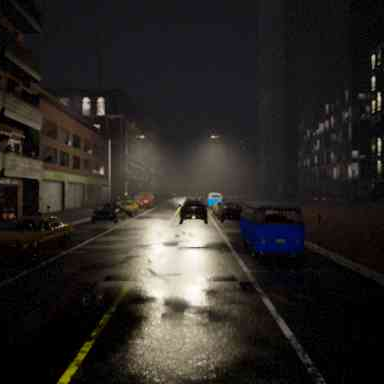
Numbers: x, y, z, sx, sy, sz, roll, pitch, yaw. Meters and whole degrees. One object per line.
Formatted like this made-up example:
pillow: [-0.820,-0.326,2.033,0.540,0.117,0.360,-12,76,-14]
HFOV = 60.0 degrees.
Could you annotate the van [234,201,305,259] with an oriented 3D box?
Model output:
van: [2.709,1.246,11.973,1.690,1.788,3.998,1,0,0]

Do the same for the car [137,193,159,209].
car: [-5.662,1.002,39.823,2.192,1.841,5.009,1,0,0]

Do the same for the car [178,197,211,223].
car: [0.108,1.321,23.340,1.837,1.490,4.892,0,1,0]

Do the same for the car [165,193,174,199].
car: [-5.650,0.915,84.382,1.947,1.339,4.313,1,0,0]

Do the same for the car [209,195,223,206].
car: [2.712,1.298,28.851,1.752,1.417,4.829,1,0,0]

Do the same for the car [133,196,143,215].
car: [-5.669,1.300,28.516,1.752,1.417,4.829,1,0,0]

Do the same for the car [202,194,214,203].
car: [2.721,1.084,56.699,1.752,1.417,4.829,1,0,0]

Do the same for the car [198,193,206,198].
car: [2.732,0.858,89.947,2.008,1.369,4.403,1,0,0]

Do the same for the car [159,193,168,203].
car: [-5.660,1.104,56.533,1.887,1.381,4.507,1,0,0]

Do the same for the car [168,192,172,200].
car: [-5.656,1.057,67.673,1.802,1.307,4.206,1,0,0]

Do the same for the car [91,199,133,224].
car: [-5.670,1.368,23.115,2.008,1.369,4.403,1,0,0]

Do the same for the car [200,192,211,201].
car: [2.726,0.916,67.668,1.967,1.590,4.097,1,0,0]

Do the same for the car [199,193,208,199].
car: [2.728,0.936,78.808,1.887,1.381,4.507,1,0,0]

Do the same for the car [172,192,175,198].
car: [-5.652,0.936,78.812,1.887,1.381,4.507,1,0,0]

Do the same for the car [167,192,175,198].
car: [-5.647,0.747,89.950,1.967,1.590,4.097,1,0,0]

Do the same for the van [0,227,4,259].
van: [-5.673,1.290,6.407,1.690,1.788,3.998,1,0,0]

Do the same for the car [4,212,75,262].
car: [-5.674,1.431,11.808,1.752,1.417,4.829,1,0,0]

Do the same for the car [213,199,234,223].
car: [2.709,1.399,23.112,1.802,1.307,4.206,1,0,0]

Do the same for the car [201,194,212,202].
car: [2.722,1.062,62.099,1.887,1.381,4.507,1,0,0]

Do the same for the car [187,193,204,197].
car: [0.115,1.010,43.447,2.097,1.767,4.553,0,0,0]

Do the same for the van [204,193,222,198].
van: [2.718,1.029,39.820,1.690,1.788,3.998,1,0,0]
